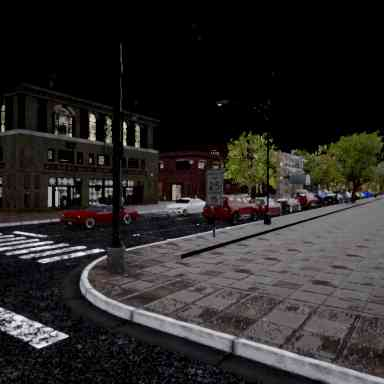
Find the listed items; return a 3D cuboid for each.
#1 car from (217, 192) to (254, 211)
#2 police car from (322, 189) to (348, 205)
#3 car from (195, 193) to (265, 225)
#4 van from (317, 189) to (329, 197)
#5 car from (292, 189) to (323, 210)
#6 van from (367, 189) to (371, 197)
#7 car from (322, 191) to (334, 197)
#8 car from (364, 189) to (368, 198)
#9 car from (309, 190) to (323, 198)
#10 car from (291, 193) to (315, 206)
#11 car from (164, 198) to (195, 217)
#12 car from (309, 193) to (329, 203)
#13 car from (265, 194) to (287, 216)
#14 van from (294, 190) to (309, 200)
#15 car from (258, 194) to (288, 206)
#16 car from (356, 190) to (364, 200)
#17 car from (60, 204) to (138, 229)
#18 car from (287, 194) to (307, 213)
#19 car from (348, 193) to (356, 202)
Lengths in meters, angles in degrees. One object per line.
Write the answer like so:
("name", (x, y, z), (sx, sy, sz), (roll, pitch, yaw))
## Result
("car", (4.730, 0.933, 35.389), (2.097, 1.767, 4.553), (1, 1, 35))
("police car", (19.838, 0.847, 46.376), (1.930, 1.638, 5.238), (1, 1, 35))
("car", (2.669, 1.093, 22.164), (2.192, 1.841, 5.009), (1, 1, 34))
("van", (30.298, 0.297, 77.142), (1.690, 1.788, 3.998), (1, 2, 34))
("car", (12.090, 0.892, 35.867), (2.192, 1.841, 5.009), (1, 2, 34))
("van", (40.351, 0.301, 76.974), (1.690, 1.788, 3.998), (1, 2, 34))
("car", (33.436, 0.437, 81.715), (2.008, 1.369, 4.403), (1, 2, 34))
("car", (34.165, 0.622, 67.983), (1.752, 1.417, 4.829), (1, 2, 34))
("car", (27.157, 0.465, 72.578), (1.967, 1.590, 4.097), (1, 2, 34))
("car", (14.988, 0.970, 44.754), (1.812, 1.442, 4.674), (1, 1, 35))
("car", (-0.400, 1.216, 27.945), (1.812, 1.442, 4.674), (1, 1, 35))
("car", (19.997, 0.860, 52.139), (1.812, 1.442, 4.674), (1, 1, 35))
("car", (5.808, 1.152, 26.734), (1.967, 1.590, 4.097), (1, 2, 34))
("van", (20.877, 0.504, 63.440), (1.690, 1.788, 3.998), (1, 2, 34))
("car", (10.857, 0.998, 44.246), (2.033, 1.411, 5.357), (1, 1, 35))
("car", (30.928, 0.750, 63.277), (1.802, 1.307, 4.206), (1, 2, 34))
("car", (-5.583, 1.401, 20.401), (1.895, 1.301, 4.718), (1, 1, 34))
("car", (8.947, 1.195, 31.305), (2.008, 1.369, 4.403), (1, 2, 34))
("car", (23.707, 0.690, 52.040), (2.097, 1.767, 4.553), (1, 1, 35))
